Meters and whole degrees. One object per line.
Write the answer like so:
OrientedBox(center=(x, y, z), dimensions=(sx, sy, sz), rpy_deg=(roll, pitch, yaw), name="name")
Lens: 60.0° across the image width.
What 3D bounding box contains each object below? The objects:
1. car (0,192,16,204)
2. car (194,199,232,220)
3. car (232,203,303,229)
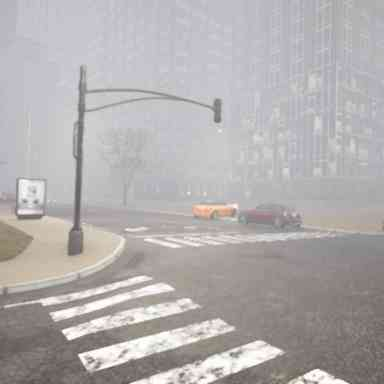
OrientedBox(center=(-25.934, 0.761, 46.858), dimensions=(2.097, 1.767, 4.553), rpy_deg=(3, -2, -40), name="car")
OrientedBox(center=(2.222, 1.471, 30.036), dimensions=(2.097, 1.767, 4.553), rpy_deg=(1, 1, 39), name="car")
OrientedBox(center=(5.391, 1.549, 23.410), dimensions=(2.097, 1.767, 4.553), rpy_deg=(3, -1, -39), name="car")
